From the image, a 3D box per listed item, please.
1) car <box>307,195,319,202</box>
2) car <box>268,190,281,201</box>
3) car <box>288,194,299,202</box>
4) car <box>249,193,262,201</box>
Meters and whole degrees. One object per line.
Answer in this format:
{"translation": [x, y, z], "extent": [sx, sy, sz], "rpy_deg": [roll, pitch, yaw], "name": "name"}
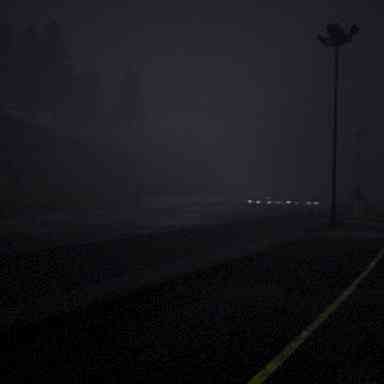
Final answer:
{"translation": [22.745, 1.177, 62.616], "extent": [1.994, 1.385, 4.181], "rpy_deg": [1, 1, 20], "name": "car"}
{"translation": [16.103, 0.726, 64.734], "extent": [2.150, 2.045, 5.566], "rpy_deg": [1, 1, 19], "name": "car"}
{"translation": [19.475, 1.034, 63.846], "extent": [1.882, 1.535, 5.008], "rpy_deg": [1, 1, 19], "name": "car"}
{"translation": [12.503, 0.906, 65.168], "extent": [1.882, 1.535, 5.008], "rpy_deg": [1, 1, 20], "name": "car"}
